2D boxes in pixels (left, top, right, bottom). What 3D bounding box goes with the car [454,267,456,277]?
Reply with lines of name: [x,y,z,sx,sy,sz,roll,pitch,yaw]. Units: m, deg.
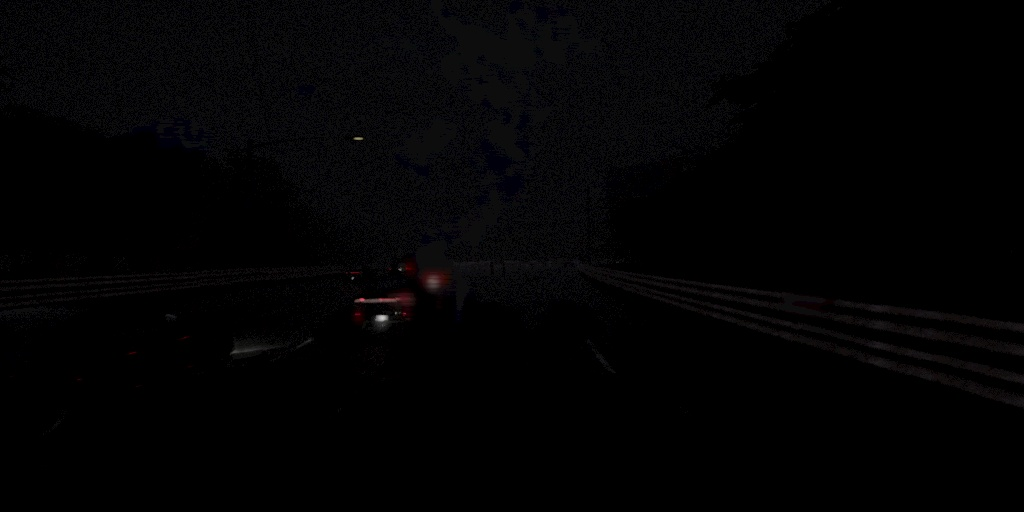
car: [-7.702,1.748,42.606,1.994,1.385,4.181,0,-1,-9]

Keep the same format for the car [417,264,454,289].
car: [-5.199,1.500,24.790,1.812,1.442,4.674,0,-1,-7]

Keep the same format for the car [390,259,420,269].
car: [-9.633,1.297,32.505,2.150,2.045,5.566,0,-1,-8]

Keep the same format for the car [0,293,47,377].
car: [-9.614,1.381,4.652,1.994,1.385,4.181,0,0,-7]

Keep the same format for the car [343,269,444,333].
car: [-3.474,1.330,11.172,2.128,1.511,4.902,0,0,-7]

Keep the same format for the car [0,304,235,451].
car: [-6.147,1.366,5.136,1.994,1.385,4.181,0,-1,-7]

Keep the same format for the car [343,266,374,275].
car: [-12.957,1.571,30.812,2.128,1.511,4.902,0,-1,-8]
